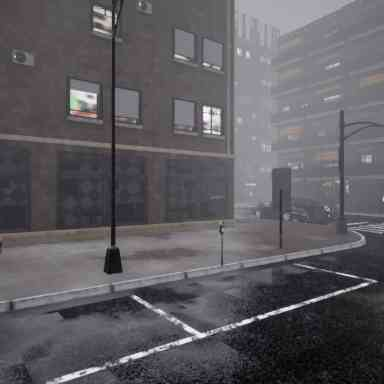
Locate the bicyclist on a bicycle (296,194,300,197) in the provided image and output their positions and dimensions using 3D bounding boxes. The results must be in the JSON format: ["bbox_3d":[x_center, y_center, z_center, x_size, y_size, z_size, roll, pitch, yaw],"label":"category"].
[{"bbox_3d":[11.563,1.011,36.223,1.656,1.620,0.582,0,1,-36],"label":"bicyclist on a bicycle"}]

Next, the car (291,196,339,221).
[{"bbox_3d":[8.905,1.157,25.120,2.097,1.767,4.553,0,1,-38],"label":"car"}]

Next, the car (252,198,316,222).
[{"bbox_3d":[6.302,1.342,24.208,2.008,1.369,4.403,1,0,-36],"label":"car"}]
